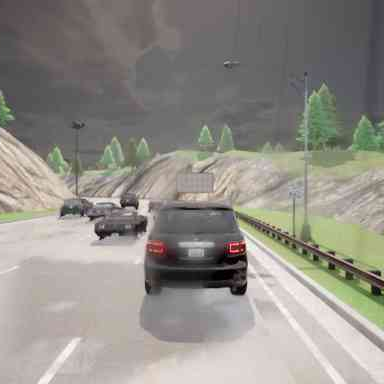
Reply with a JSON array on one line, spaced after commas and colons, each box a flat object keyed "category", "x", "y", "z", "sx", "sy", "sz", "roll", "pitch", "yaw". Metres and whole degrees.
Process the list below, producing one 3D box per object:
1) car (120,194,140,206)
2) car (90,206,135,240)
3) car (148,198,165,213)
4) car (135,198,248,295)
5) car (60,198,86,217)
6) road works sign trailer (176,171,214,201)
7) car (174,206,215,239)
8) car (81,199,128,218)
[{"category": "car", "x": -7.891, "y": 1.215, "z": 42.012, "sx": 2.150, "sy": 2.045, "sz": 5.566, "roll": 0, "pitch": -1, "yaw": -7}, {"category": "car", "x": -3.420, "y": 1.599, "z": 17.000, "sx": 1.895, "sy": 1.301, "sz": 4.718, "roll": 0, "pitch": 0, "yaw": 0}, {"category": "car", "x": -4.070, "y": 1.475, "z": 39.030, "sx": 1.882, "sy": 1.535, "sz": 5.008, "roll": 0, "pitch": 0, "yaw": -5}, {"category": "car", "x": 0.089, "y": 1.221, "z": 8.846, "sx": 2.150, "sy": 2.045, "sz": 5.566, "roll": 0, "pitch": 0, "yaw": 0}, {"category": "car", "x": -10.577, "y": 1.349, "z": 31.017, "sx": 2.097, "sy": 1.767, "sz": 4.553, "roll": 0, "pitch": 0, "yaw": -2}, {"category": "road works sign trailer", "x": 0.190, "y": 0.463, "z": 21.564, "sx": 2.380, "sy": 3.560, "sz": 2.880, "roll": 0, "pitch": 0, "yaw": 0}, {"category": "car", "x": 0.111, "y": 1.557, "z": 18.068, "sx": 1.994, "sy": 1.385, "sz": 4.181, "roll": 0, "pitch": 0, "yaw": 0}, {"category": "car", "x": -6.950, "y": 1.545, "z": 27.063, "sx": 2.033, "sy": 1.411, "sz": 5.357, "roll": 0, "pitch": 0, "yaw": -1}]
